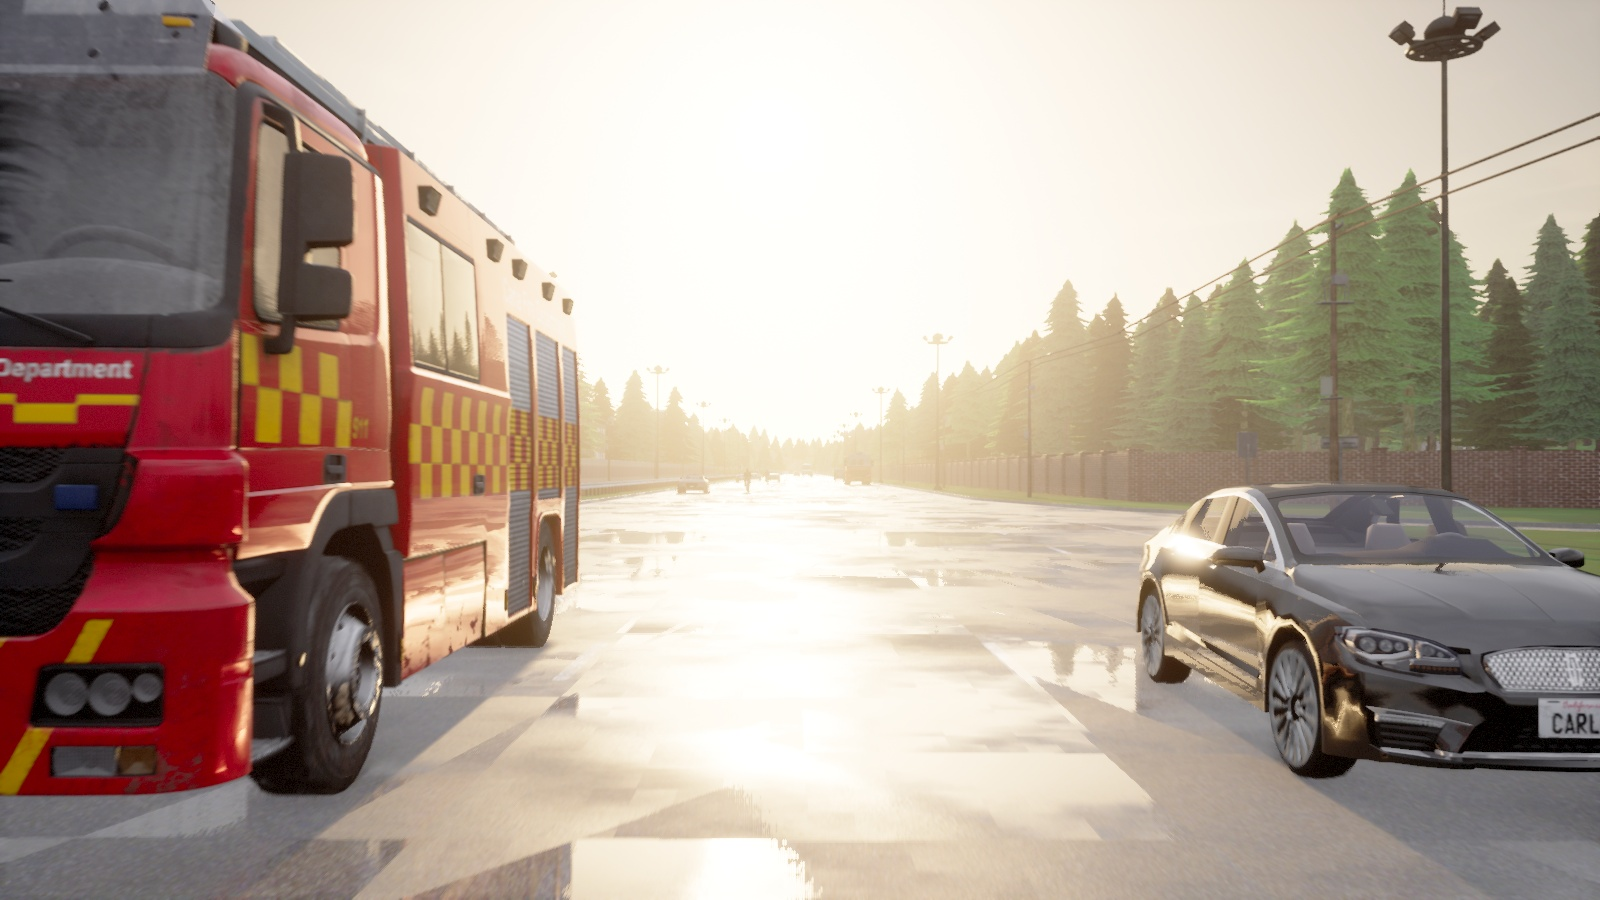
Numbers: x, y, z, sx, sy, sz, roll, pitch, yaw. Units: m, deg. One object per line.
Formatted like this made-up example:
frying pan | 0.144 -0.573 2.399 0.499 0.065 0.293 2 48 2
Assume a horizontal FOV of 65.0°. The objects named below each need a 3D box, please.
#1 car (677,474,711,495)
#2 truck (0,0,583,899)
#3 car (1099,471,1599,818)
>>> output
car | -7.206 2.343 85.751 1.994 1.385 4.181 0 -1 0
truck | -3.570 -0.196 8.362 2.891 3.827 8.468 0 -1 -1
car | 3.490 0.890 7.944 2.128 1.511 4.902 0 -1 2
